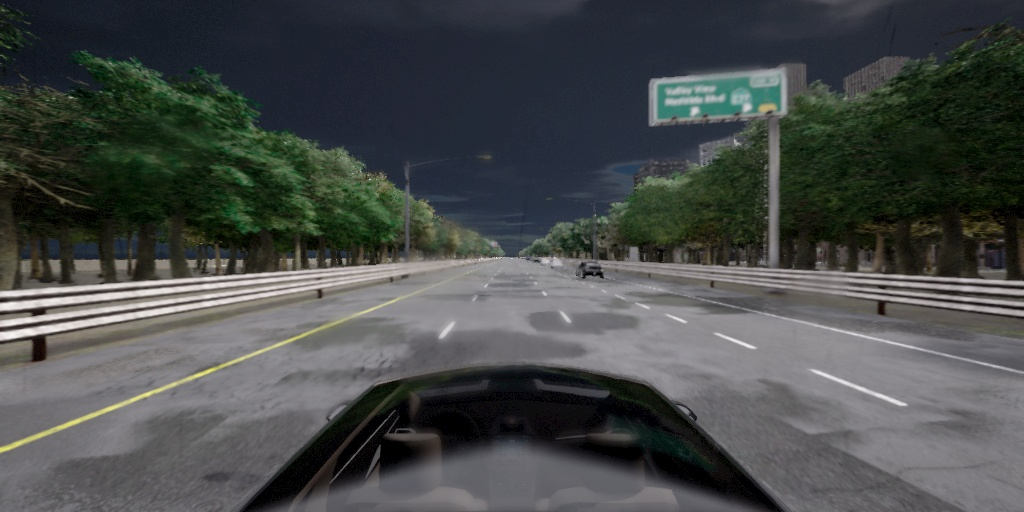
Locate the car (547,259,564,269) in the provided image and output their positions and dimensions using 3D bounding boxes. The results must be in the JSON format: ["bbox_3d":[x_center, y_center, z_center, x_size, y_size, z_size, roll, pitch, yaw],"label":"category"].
[{"bbox_3d":[7.025,1.290,56.756,1.812,1.442,4.674,0,0,0],"label":"car"}]

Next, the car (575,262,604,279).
[{"bbox_3d":[7.014,1.267,32.762,1.837,1.490,4.892,0,0,0],"label":"car"}]
